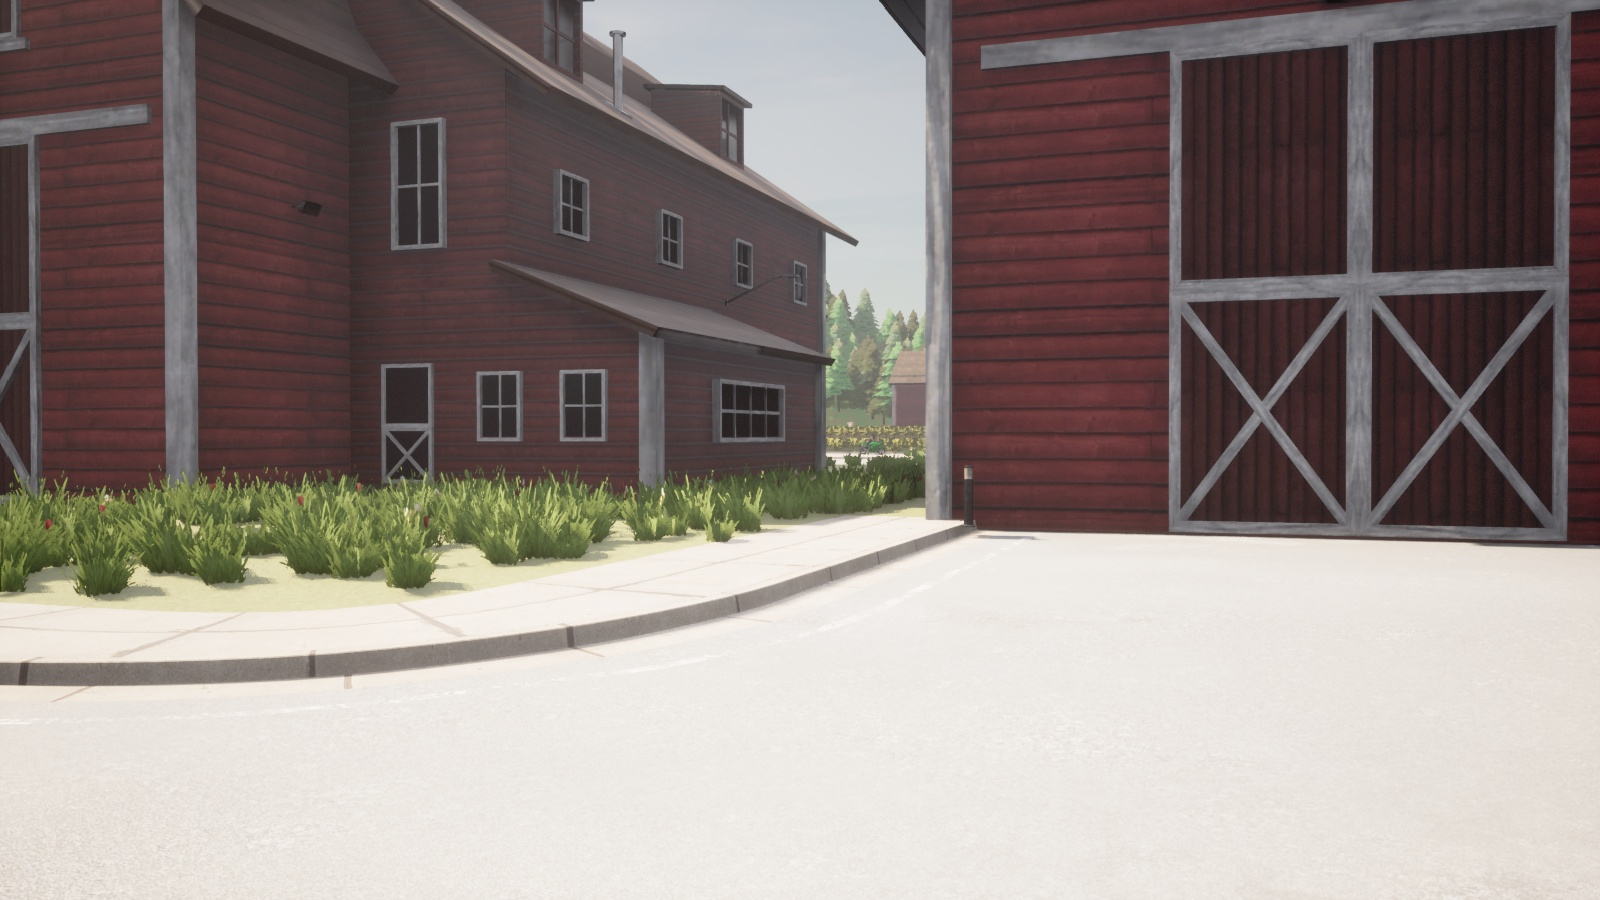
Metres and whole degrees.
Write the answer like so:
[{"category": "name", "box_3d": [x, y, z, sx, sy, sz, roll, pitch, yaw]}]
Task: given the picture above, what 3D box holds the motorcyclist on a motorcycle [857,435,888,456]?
[{"category": "motorcyclist on a motorcycle", "box_3d": [5.276, -0.348, 91.460, 2.044, 1.523, 0.797, 1, 1, 19]}]
